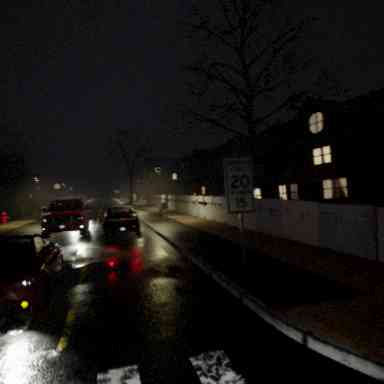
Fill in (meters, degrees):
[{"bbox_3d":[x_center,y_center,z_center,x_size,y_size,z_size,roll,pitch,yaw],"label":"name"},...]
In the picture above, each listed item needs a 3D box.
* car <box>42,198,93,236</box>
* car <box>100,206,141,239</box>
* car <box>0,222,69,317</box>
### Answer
[{"bbox_3d":[-7.249,1.418,19.467,2.150,2.045,5.566,-3,0,-14],"label":"car"},{"bbox_3d":[-3.927,1.537,18.135,2.128,1.511,4.902,-3,1,-15],"label":"car"},{"bbox_3d":[-4.166,1.714,7.620,1.994,1.385,4.181,-3,1,-15],"label":"car"}]
